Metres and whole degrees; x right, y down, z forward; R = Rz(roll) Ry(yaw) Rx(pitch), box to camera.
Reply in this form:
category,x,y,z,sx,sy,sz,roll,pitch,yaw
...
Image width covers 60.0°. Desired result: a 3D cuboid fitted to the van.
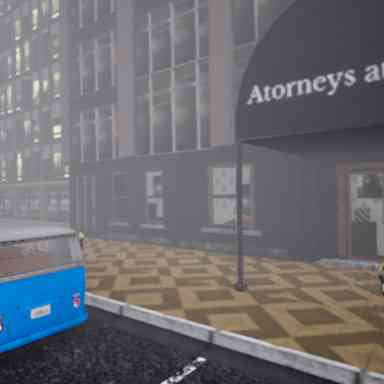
category,x,y,z,sx,sy,sz,roll,pitch,yaw
van,-3.515,1.397,5.590,3.998,1.788,1.690,-1,0,37
